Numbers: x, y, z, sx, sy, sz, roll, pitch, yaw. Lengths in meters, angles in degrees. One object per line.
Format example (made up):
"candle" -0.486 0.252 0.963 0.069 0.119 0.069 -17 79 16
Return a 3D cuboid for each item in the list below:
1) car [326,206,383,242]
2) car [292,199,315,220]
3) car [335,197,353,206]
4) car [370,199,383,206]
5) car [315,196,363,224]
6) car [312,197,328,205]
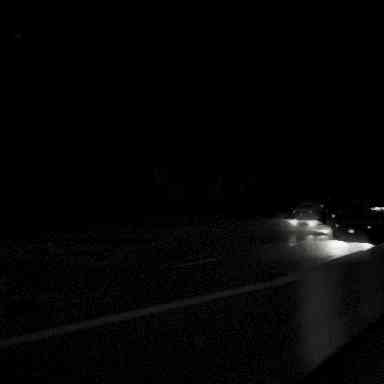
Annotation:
"car" 8.678 1.618 16.768 1.994 1.385 4.181 0 0 43
"car" 10.581 1.652 29.984 1.812 1.442 4.674 0 0 36
"car" 28.948 1.774 63.491 1.882 1.535 5.008 -1 0 10
"car" 29.901 1.778 53.195 1.994 1.385 4.181 0 0 18
"car" 11.553 1.318 25.410 2.150 2.045 5.566 0 0 38
"car" 26.170 1.885 68.181 2.128 1.511 4.902 -1 0 10
